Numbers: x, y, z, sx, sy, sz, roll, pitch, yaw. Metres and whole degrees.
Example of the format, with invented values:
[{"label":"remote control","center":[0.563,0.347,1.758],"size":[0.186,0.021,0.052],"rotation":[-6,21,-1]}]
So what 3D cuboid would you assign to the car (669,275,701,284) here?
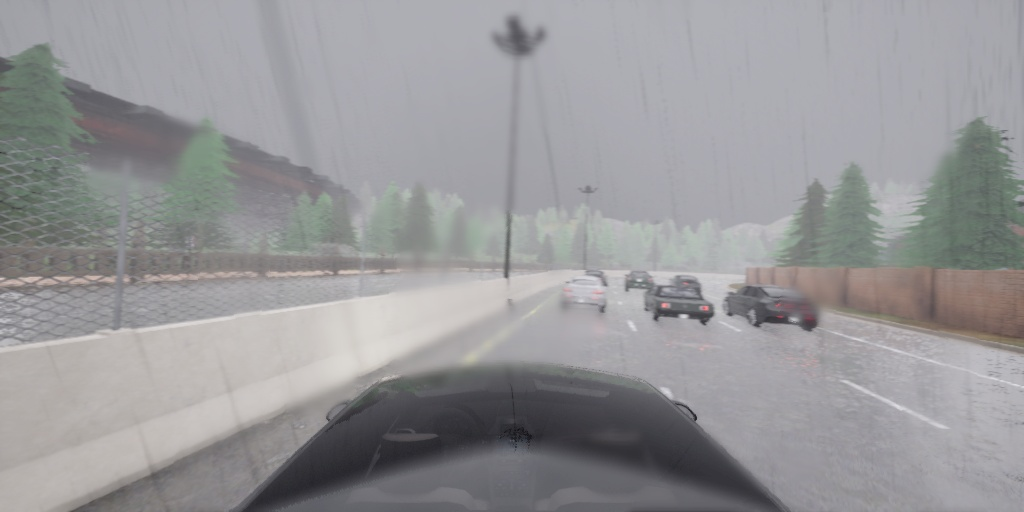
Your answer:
[{"label":"car","center":[13.816,2.283,28.742],"size":[1.837,1.490,4.892],"rotation":[3,0,17]}]

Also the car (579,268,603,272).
[{"label":"car","center":[7.020,1.956,30.412],"size":[1.837,1.490,4.892],"rotation":[3,0,17]}]

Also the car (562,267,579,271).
[{"label":"car","center":[11.204,2.660,63.446],"size":[1.895,1.301,4.718],"rotation":[2,-1,35]}]

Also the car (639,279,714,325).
[{"label":"car","center":[6.471,1.832,14.458],"size":[1.895,1.301,4.718],"rotation":[3,-1,14]}]

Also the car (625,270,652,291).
[{"label":"car","center":[10.403,1.963,29.480],"size":[2.097,1.767,4.553],"rotation":[3,-1,17]}]

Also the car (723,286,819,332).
[{"label":"car","center":[10.028,1.916,14.246],"size":[1.837,1.490,4.892],"rotation":[3,0,14]}]

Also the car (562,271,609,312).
[{"label":"car","center":[3.396,1.625,16.540],"size":[1.812,1.442,4.674],"rotation":[3,0,14]}]
